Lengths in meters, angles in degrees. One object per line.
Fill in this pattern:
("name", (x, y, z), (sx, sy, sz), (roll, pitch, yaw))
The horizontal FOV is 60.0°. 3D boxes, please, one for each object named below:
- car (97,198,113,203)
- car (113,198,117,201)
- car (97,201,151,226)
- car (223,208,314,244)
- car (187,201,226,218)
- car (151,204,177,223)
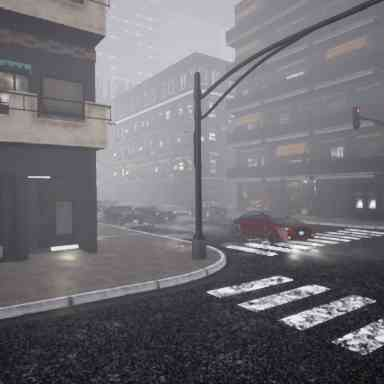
("car", (-10.816, 1.545, 36.587), (1.837, 1.490, 4.892), (-1, 1, -36))
("car", (-11.891, 1.518, 47.264), (1.887, 1.381, 4.507), (-1, 1, -36))
("car", (-5.140, 1.631, 24.571), (1.947, 1.339, 4.313), (-1, 1, -36))
("car", (3.694, 1.586, 16.007), (1.994, 1.385, 4.181), (-1, 0, -31))
("car", (1.234, 1.512, 29.204), (2.008, 1.369, 4.403), (-1, 1, -36))
("car", (-3.151, 1.634, 26.030), (1.895, 1.301, 4.718), (-1, 0, -36))
